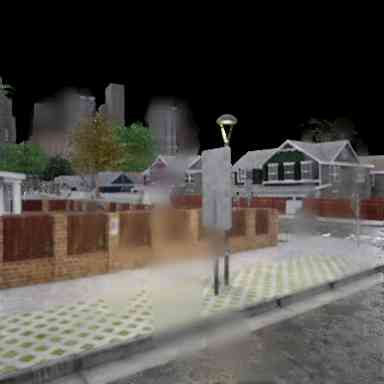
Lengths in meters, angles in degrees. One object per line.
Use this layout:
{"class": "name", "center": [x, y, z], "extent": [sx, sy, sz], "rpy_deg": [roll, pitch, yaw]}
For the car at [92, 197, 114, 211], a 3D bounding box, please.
{"class": "car", "center": [-10.307, 1.344, 38.236], "extent": [2.033, 1.411, 5.357], "rpy_deg": [-1, 1, -38]}
